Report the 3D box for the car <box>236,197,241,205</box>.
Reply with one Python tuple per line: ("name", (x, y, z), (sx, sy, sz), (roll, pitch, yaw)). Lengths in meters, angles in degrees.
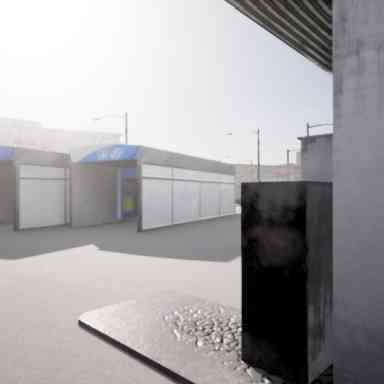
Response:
("car", (7.267, 1.516, 55.446), (4.902, 1.511, 2.128), (0, 0, -33))
